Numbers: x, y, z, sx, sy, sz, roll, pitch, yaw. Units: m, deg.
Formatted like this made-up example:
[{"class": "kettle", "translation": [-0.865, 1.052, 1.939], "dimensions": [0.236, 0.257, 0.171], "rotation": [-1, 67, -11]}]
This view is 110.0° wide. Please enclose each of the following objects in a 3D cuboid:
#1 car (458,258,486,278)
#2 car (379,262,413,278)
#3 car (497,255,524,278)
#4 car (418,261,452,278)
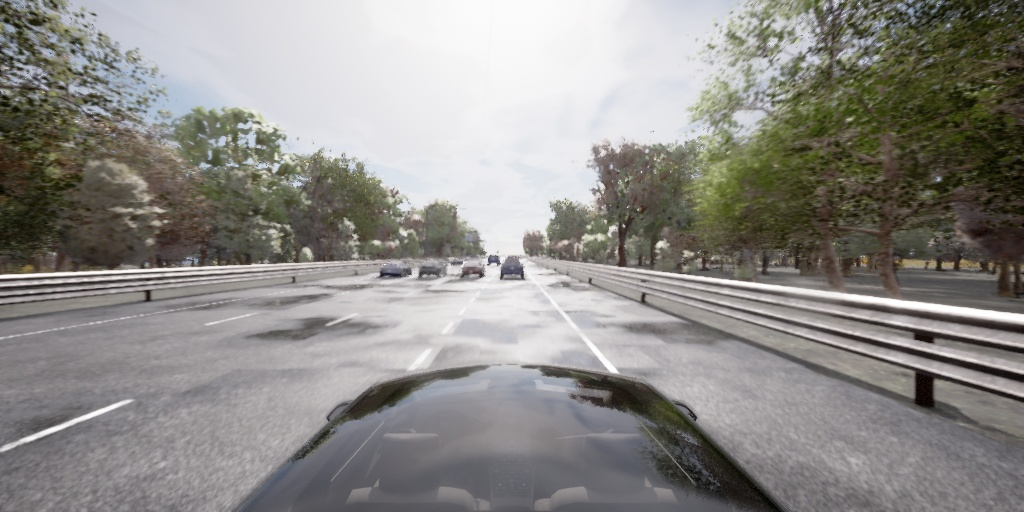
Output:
[{"class": "car", "translation": [-3.470, 1.178, 32.805], "dimensions": [1.812, 1.442, 4.674], "rotation": [0, 0, 0]}, {"class": "car", "translation": [-10.470, 1.217, 32.662], "dimensions": [1.994, 1.385, 4.181], "rotation": [0, 0, 1]}, {"class": "car", "translation": [0.026, 1.007, 32.065], "dimensions": [2.097, 1.767, 4.553], "rotation": [0, 0, 1]}, {"class": "car", "translation": [-6.972, 1.161, 32.086], "dimensions": [1.837, 1.490, 4.892], "rotation": [0, 1, 1]}]
